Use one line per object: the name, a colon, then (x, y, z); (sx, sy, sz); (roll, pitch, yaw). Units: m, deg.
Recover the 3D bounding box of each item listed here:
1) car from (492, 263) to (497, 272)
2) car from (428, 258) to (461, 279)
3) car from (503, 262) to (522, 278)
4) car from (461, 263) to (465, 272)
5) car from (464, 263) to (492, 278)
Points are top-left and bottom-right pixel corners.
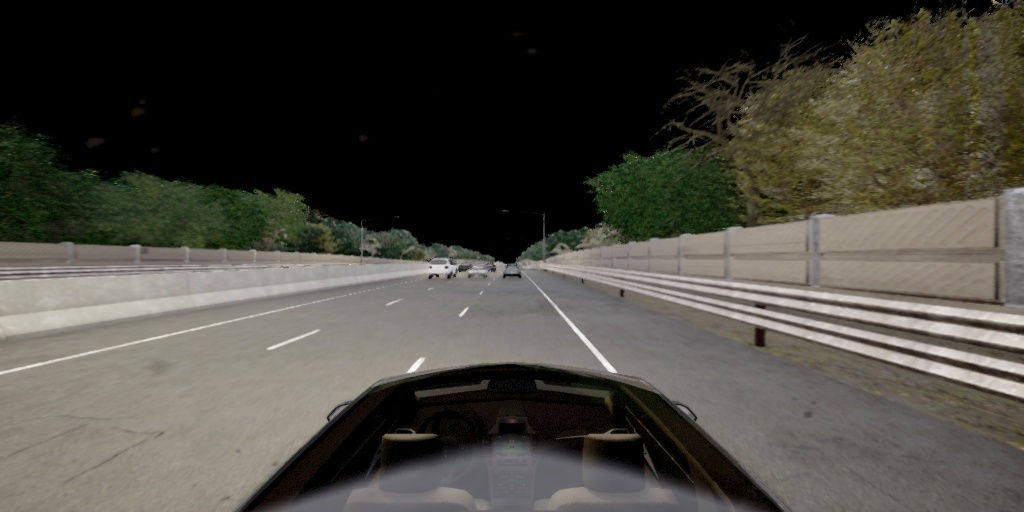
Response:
car: (-3.420, 1.804, 55.876); (1.812, 1.442, 4.674); (0, -1, 0)
car: (-6.990, 1.245, 36.597); (2.150, 2.045, 5.566); (0, -1, 0)
car: (0.025, 1.605, 38.049); (1.994, 1.385, 4.181); (0, -1, 0)
car: (-6.925, 1.744, 55.139); (1.882, 1.535, 5.008); (0, -1, 0)
car: (-3.481, 1.638, 37.747); (1.895, 1.301, 4.718); (0, -1, 0)
